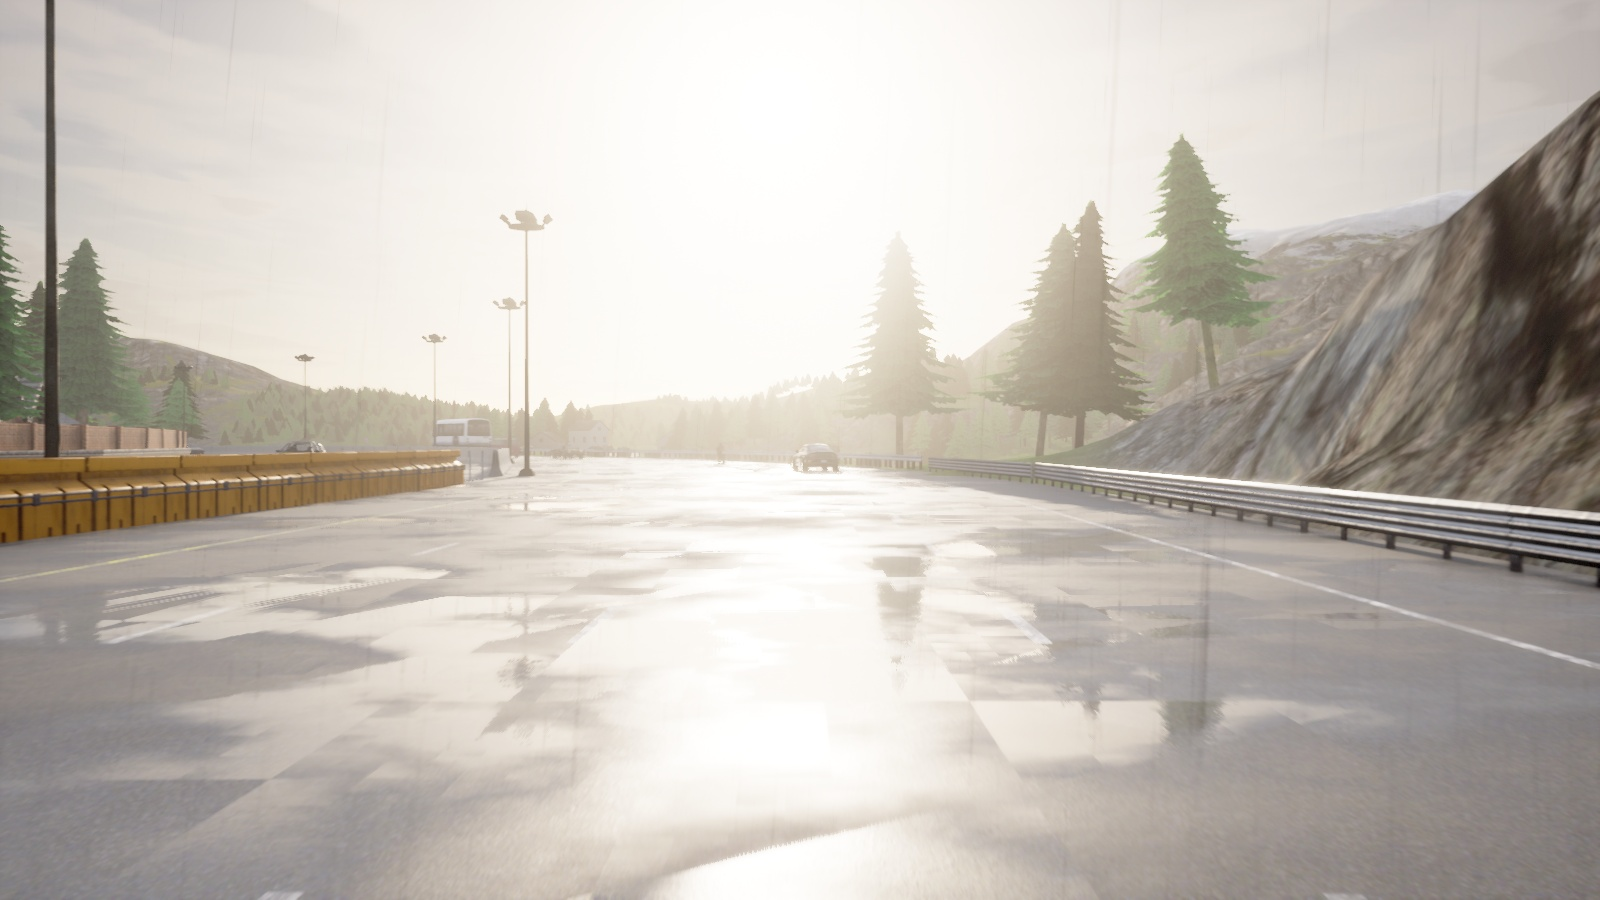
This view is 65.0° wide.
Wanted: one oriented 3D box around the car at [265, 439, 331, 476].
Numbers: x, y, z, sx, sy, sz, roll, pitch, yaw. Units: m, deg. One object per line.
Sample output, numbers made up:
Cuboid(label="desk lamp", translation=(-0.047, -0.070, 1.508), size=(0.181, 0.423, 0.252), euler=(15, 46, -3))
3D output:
Cuboid(label="car", translation=(-22.291, 0.311, 55.894), size=(1.851, 1.617, 3.988), euler=(0, 0, -8))

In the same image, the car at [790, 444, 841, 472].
Cuboid(label="car", translation=(0.766, 0.397, 66.638), size=(1.812, 1.442, 4.674), euler=(0, 0, -10))
